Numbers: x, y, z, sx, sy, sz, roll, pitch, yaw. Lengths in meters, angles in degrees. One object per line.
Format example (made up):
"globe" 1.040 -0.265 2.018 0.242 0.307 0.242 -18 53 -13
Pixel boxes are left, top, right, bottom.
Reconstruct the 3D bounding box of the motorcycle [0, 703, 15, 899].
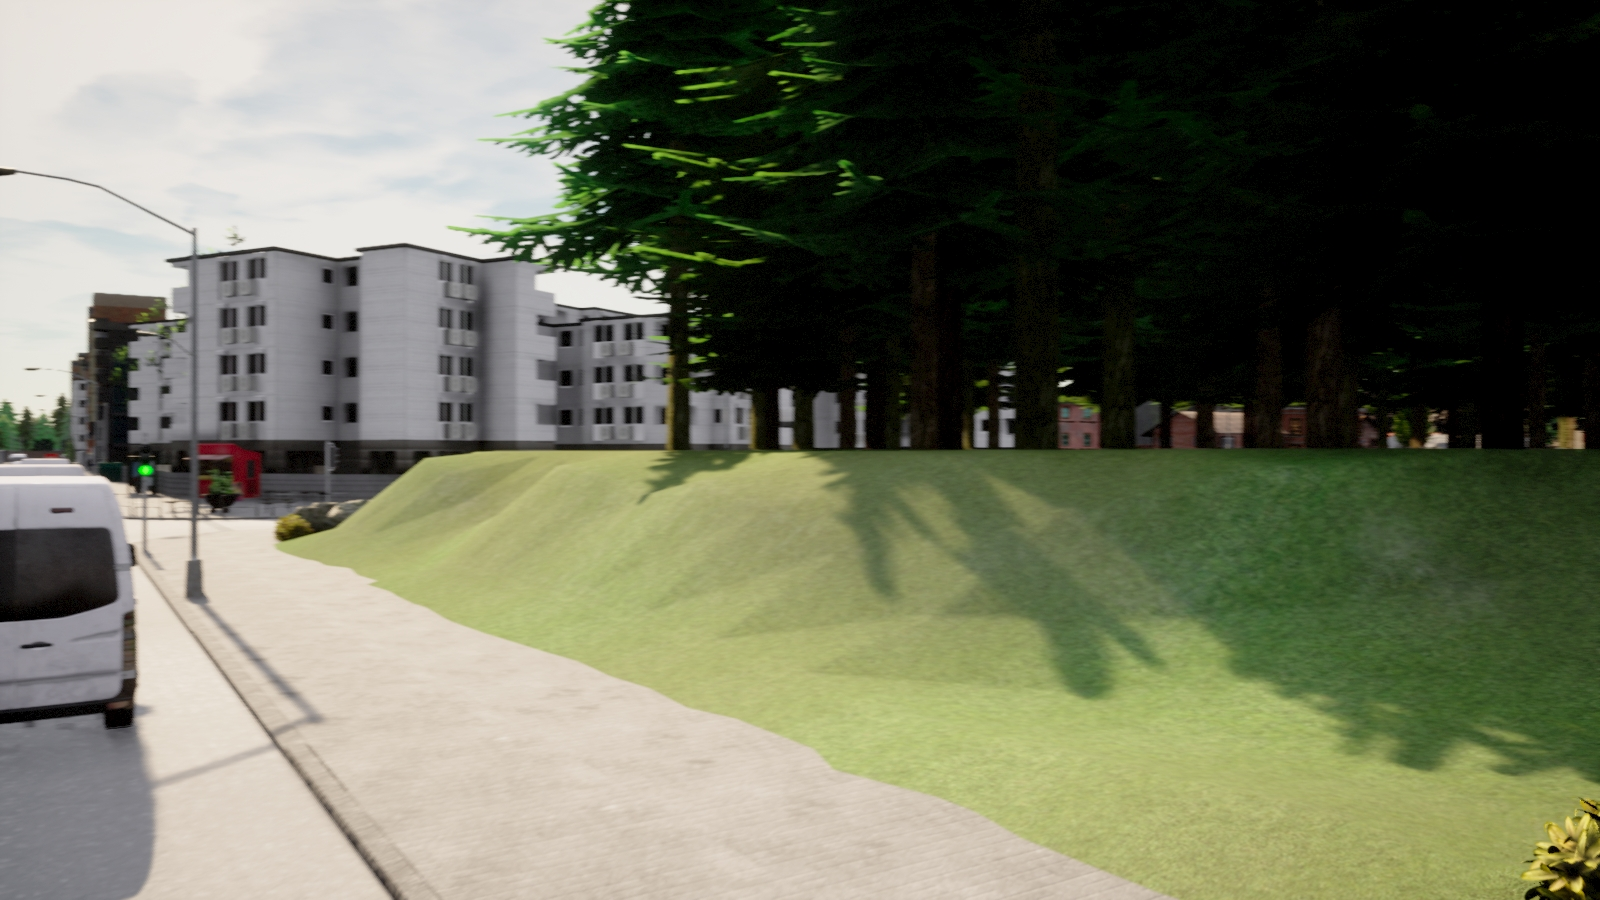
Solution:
"motorcycle" -4.799 2.218 6.032 0.867 1.251 2.209 0 0 -29

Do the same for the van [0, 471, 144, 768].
"van" -8.652 1.562 12.738 1.988 2.561 5.915 0 0 -33
